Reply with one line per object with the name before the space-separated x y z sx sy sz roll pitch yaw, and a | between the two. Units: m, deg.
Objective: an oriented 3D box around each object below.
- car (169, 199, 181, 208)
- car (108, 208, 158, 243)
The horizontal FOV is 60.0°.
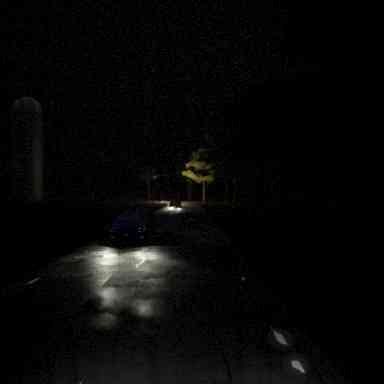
car | -2.881 1.929 57.994 2.128 1.511 4.902 0 0 0
car | -2.854 1.604 16.902 1.882 1.535 5.008 0 0 0
